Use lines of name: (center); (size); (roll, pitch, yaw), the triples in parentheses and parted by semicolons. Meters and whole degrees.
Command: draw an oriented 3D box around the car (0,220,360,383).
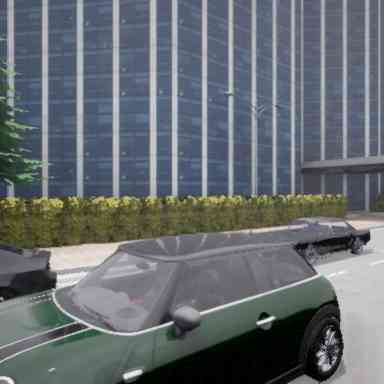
car: (-0.290, 1.351, 3.790); (4.553, 1.767, 2.097); (0, 0, -37)

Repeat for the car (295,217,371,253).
car: (4.285, 1.599, 11.682); (4.718, 1.301, 1.895); (0, 0, -38)

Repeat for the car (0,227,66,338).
car: (-4.701, 1.506, 5.101); (4.892, 1.490, 1.837); (0, 0, -33)
